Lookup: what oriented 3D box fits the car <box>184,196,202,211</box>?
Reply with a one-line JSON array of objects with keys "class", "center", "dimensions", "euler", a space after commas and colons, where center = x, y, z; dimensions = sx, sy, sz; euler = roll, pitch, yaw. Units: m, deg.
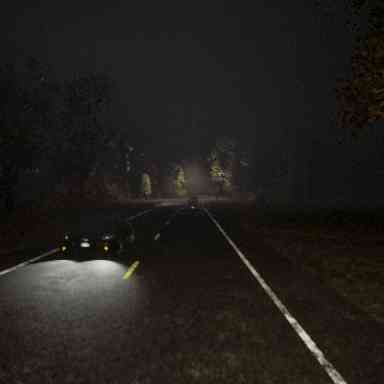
[{"class": "car", "center": [0.099, 1.537, 39.994], "dimensions": [1.812, 1.442, 4.674], "euler": [0, 0, 0]}]

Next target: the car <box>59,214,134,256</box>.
[{"class": "car", "center": [-3.536, 1.568, 13.041], "dimensions": [1.994, 1.385, 4.181], "euler": [0, 0, 1]}]

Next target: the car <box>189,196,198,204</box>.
[{"class": "car", "center": [0.342, 1.522, 65.603], "dimensions": [1.837, 1.490, 4.892], "euler": [0, 0, 1]}]
